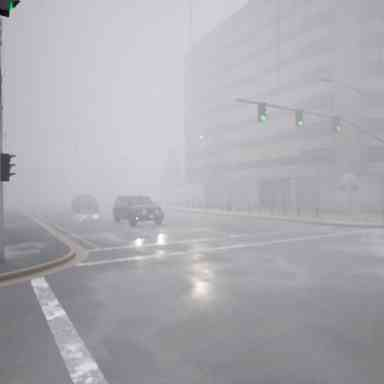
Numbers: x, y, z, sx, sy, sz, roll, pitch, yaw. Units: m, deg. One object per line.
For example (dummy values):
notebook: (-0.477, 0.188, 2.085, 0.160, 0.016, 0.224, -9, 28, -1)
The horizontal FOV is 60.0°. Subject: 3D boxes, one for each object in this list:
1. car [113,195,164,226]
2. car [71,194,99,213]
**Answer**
car: (-4.030, 1.259, 24.127, 2.150, 2.045, 5.566, -1, 0, -30)
car: (-12.470, 1.310, 38.516, 2.150, 2.045, 5.566, -1, 0, -30)
